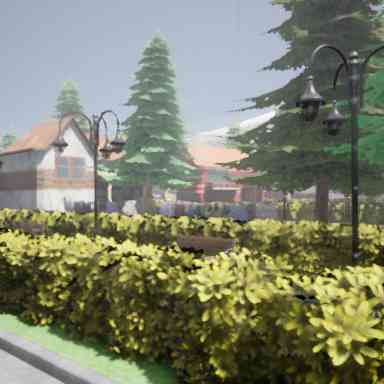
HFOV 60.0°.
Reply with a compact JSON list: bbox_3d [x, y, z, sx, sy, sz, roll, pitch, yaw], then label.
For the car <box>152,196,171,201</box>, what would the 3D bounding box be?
[{"bbox_3d":[-6.669,1.765,64.615,5.566,2.045,2.150,0,-1,-44],"label":"car"}]
